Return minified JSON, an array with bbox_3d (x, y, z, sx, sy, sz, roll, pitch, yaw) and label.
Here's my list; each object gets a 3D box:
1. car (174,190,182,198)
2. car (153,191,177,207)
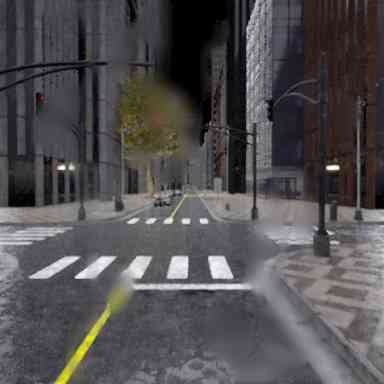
[{"bbox_3d":[-3.003,0.307,66.324,1.882,1.535,5.008,0,1,0],"label":"car"},{"bbox_3d":[-3.001,0.961,36.097,1.994,1.385,4.181,0,2,0],"label":"car"}]
